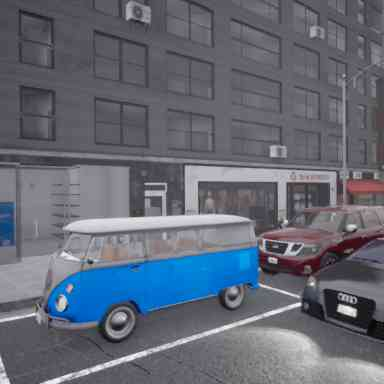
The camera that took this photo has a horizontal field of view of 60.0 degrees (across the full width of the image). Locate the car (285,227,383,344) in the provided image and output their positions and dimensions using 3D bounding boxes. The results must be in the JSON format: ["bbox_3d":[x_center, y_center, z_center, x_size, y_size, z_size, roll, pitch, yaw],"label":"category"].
[{"bbox_3d":[3.902,1.563,6.064,4.181,1.385,1.994,0,0,-36],"label":"car"}]

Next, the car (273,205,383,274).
[{"bbox_3d":[3.967,1.313,9.411,5.009,1.841,2.192,0,-1,-36],"label":"car"}]

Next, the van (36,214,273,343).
[{"bbox_3d":[-0.568,1.341,6.149,3.998,1.788,1.690,0,-1,-36],"label":"van"}]
